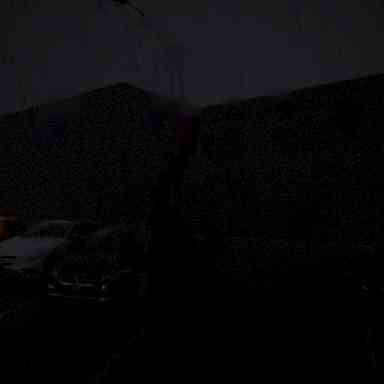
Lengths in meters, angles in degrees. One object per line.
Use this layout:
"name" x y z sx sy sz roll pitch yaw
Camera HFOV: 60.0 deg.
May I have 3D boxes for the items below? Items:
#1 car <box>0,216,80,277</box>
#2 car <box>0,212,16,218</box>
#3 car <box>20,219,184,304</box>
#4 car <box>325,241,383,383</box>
"car" -3.986 1.540 10.008 2.002 1.452 4.674 1 -1 13
"car" -6.402 1.499 11.801 1.946 1.575 5.366 0 -1 13
"car" -1.534 1.502 8.398 2.231 1.521 4.892 1 -1 13
"car" 3.358 1.502 5.166 2.231 1.521 4.892 0 -1 13
